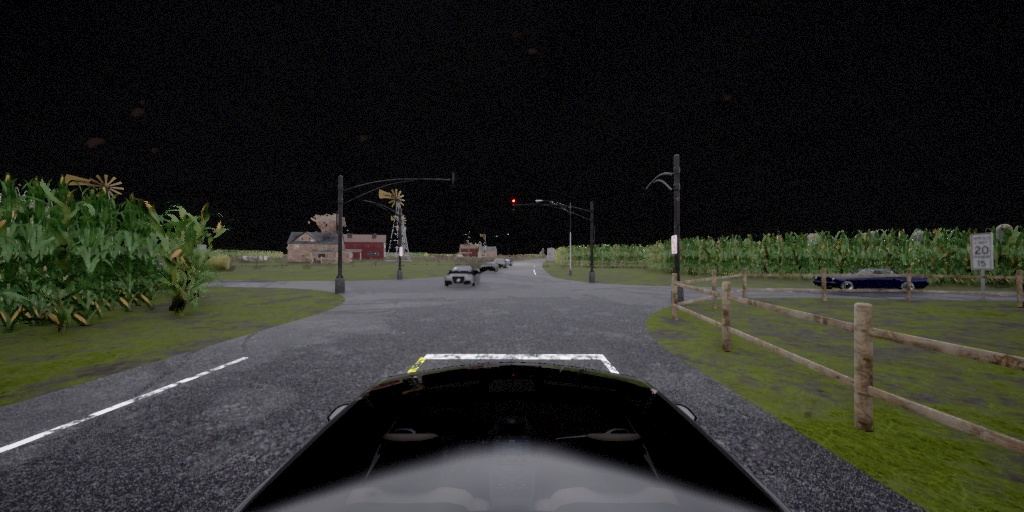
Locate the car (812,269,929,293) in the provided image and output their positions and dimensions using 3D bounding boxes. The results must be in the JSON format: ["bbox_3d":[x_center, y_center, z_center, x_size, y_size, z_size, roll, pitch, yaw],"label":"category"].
[{"bbox_3d":[20.394,1.401,20.634,4.718,1.301,1.895,0,-1,9],"label":"car"}]

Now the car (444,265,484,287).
[{"bbox_3d":[-3.276,1.314,24.235,1.994,1.385,4.181,0,0,2],"label":"car"}]

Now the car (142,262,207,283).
[{"bbox_3d":[-24.174,1.195,25.354,4.902,1.511,2.128,0,-1,10],"label":"car"}]

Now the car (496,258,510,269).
[{"bbox_3d":[-1.933,1.089,55.761,2.097,1.767,4.553,0,0,4],"label":"car"}]

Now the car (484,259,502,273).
[{"bbox_3d":[-2.636,1.347,42.419,1.895,1.301,4.718,0,0,3],"label":"car"}]
